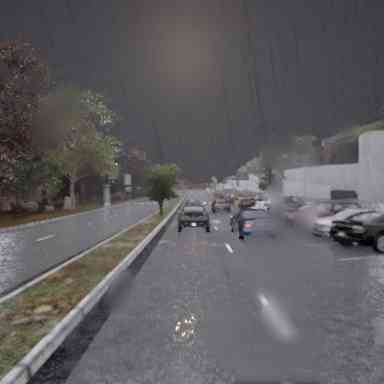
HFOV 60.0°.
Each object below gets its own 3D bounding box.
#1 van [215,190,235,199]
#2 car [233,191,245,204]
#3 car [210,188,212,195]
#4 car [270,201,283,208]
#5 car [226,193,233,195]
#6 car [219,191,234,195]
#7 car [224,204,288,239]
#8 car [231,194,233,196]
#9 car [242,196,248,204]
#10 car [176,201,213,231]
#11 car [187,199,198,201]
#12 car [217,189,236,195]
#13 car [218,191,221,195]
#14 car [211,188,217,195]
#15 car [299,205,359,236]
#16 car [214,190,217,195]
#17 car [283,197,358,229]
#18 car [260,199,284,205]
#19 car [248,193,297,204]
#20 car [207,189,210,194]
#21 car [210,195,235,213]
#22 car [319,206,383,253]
[{"bbox_3d":[7.961,0.617,79.550,4.442,1.987,1.878,0,1,-20],"label":"van"},{"bbox_3d":[8.046,1.168,37.646,5.566,2.045,2.435,1,1,-20],"label":"car"},{"bbox_3d":[8.096,0.550,82.593,5.566,2.045,2.435,0,1,-20],"label":"car"},{"bbox_3d":[8.072,1.549,22.643,4.674,1.452,2.002,1,1,-20],"label":"car"},{"bbox_3d":[8.042,1.294,49.664,4.792,1.488,2.163,1,1,-20],"label":"car"},{"bbox_3d":[8.042,1.126,61.669,4.792,1.488,2.163,0,1,-20],"label":"car"},{"bbox_3d":[3.099,1.570,17.316,2.033,1.411,5.357,0,0,0],"label":"car"},{"bbox_3d":[8.240,1.345,43.740,5.366,1.575,1.946,1,0,-20],"label":"car"},{"bbox_3d":[7.897,1.462,31.594,5.366,1.575,1.946,1,1,-20],"label":"car"},{"bbox_3d":[0.099,1.527,20.678,1.837,1.490,4.892,0,0,0],"label":"car"},{"bbox_3d":[0.098,1.495,37.395,1.994,1.385,4.181,0,1,0],"label":"car"},{"bbox_3d":[8.039,0.886,67.657,4.553,1.767,2.185,0,1,-20],"label":"car"},{"bbox_3d":[8.062,1.094,64.687,4.674,1.452,2.002,0,1,-20],"label":"car"},{"bbox_3d":[8.045,0.635,76.597,5.566,2.045,2.435,0,1,-20],"label":"car"},{"bbox_3d":[8.072,1.548,16.643,4.674,1.452,2.002,1,0,-20],"label":"car"},{"bbox_3d":[8.061,0.929,73.633,4.892,1.521,2.231,1,1,-20],"label":"car"},{"bbox_3d":[8.101,1.383,19.653,4.553,1.767,2.185,1,0,-20],"label":"car"},{"bbox_3d":[8.095,1.527,25.667,4.792,1.488,2.163,1,0,-20],"label":"car"},{"bbox_3d":[8.097,1.234,28.665,5.566,2.045,2.435,1,0,-20],"label":"car"},{"bbox_3d":[7.893,0.586,94.450,5.366,1.575,1.946,0,1,-20],"label":"car"},{"bbox_3d":[3.098,1.429,36.756,2.128,1.511,4.902,0,0,0],"label":"car"},{"bbox_3d":[8.062,1.505,13.642,5.008,1.535,2.097,1,0,-20],"label":"car"}]
